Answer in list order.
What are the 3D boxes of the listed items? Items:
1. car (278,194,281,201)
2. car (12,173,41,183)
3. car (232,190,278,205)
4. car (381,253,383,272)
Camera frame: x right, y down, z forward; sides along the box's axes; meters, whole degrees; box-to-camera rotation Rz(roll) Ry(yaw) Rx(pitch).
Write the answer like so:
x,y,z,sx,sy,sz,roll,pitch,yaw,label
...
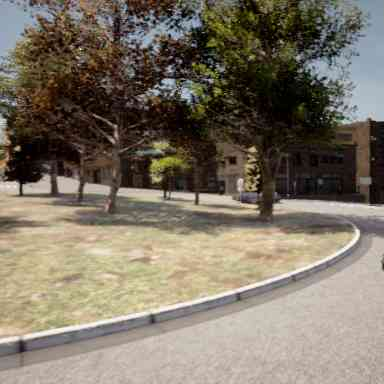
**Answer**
x,y,z,sx,sy,sz,roll,pitch,yaw,label
8.868,0.523,41.866,2.128,1.511,4.902,-1,4,-38,car
-34.095,-2.614,69.641,2.231,1.521,4.892,6,6,33,car
6.997,0.676,39.062,2.033,1.411,5.357,-1,4,-34,car
6.507,1.350,8.998,2.033,1.411,5.357,0,1,39,car
